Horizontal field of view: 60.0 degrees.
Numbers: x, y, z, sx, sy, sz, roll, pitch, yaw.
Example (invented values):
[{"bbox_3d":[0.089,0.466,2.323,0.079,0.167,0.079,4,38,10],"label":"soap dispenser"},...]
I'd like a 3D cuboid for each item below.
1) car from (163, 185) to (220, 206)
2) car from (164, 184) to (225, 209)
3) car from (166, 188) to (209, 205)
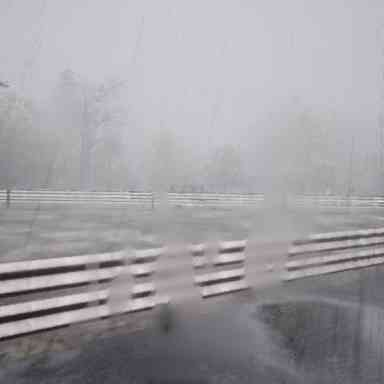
[{"bbox_3d":[-0.110,0.343,33.984,5.566,2.045,2.150,1,0,-6],"label":"car"},{"bbox_3d":[0.250,0.349,30.503,5.566,2.045,2.150,1,0,-6],"label":"car"},{"bbox_3d":[-0.560,0.482,37.454,4.553,1.767,2.097,1,0,-6],"label":"car"}]
